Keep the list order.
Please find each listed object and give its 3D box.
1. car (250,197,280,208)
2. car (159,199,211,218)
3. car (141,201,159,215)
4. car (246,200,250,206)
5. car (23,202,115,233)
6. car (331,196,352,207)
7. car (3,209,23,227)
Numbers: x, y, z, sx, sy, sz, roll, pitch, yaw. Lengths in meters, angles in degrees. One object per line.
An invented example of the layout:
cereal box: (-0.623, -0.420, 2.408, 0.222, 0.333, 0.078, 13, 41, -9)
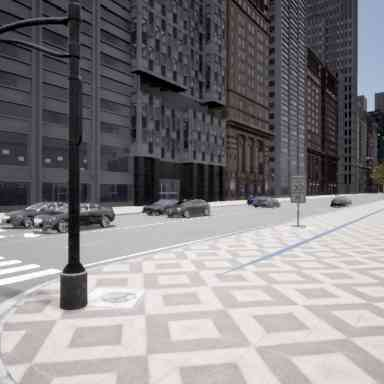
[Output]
car: (9.353, 1.300, 41.430, 1.994, 1.385, 4.181, 0, 0, 36)
car: (-0.271, 1.349, 28.135, 1.837, 1.490, 4.892, 0, 0, 36)
car: (-2.257, 1.376, 30.939, 2.033, 1.411, 5.357, 0, 0, 36)
car: (9.489, 1.297, 47.108, 1.895, 1.301, 4.718, 0, 0, 36)
car: (-6.675, 1.403, 19.266, 2.128, 1.511, 4.902, 0, 0, 34)
car: (20.338, 1.249, 45.277, 1.994, 1.385, 4.181, 0, 1, 36)
car: (-9.289, 1.395, 21.164, 2.128, 1.511, 4.902, 0, 0, 37)
